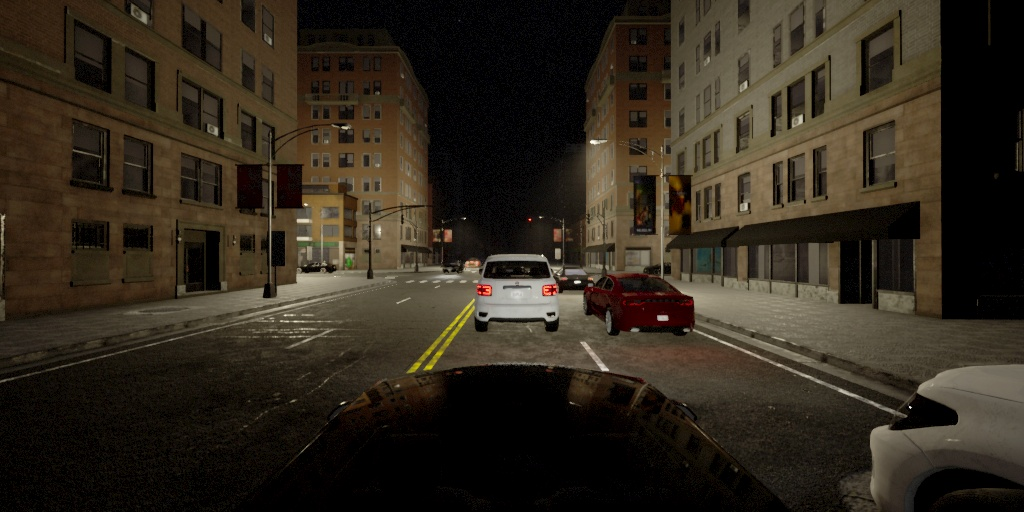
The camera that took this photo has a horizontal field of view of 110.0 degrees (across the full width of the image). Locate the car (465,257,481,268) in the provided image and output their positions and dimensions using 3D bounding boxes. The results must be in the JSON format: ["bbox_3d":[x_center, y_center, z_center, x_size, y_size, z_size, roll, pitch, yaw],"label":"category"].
[{"bbox_3d":[-6.458,1.092,59.391,2.097,1.767,4.553,0,0,0],"label":"car"}]

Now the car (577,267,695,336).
[{"bbox_3d":[3.369,1.227,10.441,1.882,1.535,5.008,0,0,0],"label":"car"}]

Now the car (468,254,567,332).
[{"bbox_3d":[0.123,0.971,11.009,2.150,2.045,5.566,0,0,0],"label":"car"}]

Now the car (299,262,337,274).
[{"bbox_3d":[-22.042,1.325,40.345,4.313,1.339,1.948,0,0,0],"label":"car"}]

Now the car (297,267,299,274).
[{"bbox_3d":[-22.101,1.169,32.320,4.097,1.591,1.967,0,0,0],"label":"car"}]

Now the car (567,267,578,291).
[{"bbox_3d":[3.389,1.313,20.529,1.994,1.385,4.181,0,0,0],"label":"car"}]

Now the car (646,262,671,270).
[{"bbox_3d":[16.111,1.350,37.882,4.181,1.385,1.994,0,0,0],"label":"car"}]

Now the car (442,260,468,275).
[{"bbox_3d":[-6.516,1.257,40.028,2.128,1.511,4.902,0,0,0],"label":"car"}]
